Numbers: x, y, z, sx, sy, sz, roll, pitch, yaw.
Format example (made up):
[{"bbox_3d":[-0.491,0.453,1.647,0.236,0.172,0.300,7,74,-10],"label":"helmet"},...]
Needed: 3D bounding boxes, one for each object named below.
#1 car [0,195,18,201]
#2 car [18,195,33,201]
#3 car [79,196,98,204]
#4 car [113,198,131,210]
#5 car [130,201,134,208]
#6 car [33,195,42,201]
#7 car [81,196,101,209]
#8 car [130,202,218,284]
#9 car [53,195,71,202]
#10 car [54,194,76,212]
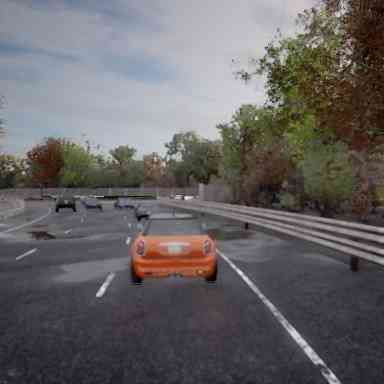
[{"bbox_3d":[-45.218,1.406,81.077,4.553,1.767,2.097,0,0,37],"label":"car"},{"bbox_3d":[-43.000,1.561,83.783,4.902,1.511,2.128,0,0,37],"label":"car"},{"bbox_3d":[-19.456,1.495,62.473,2.128,1.511,4.902,0,0,-33],"label":"car"},{"bbox_3d":[-8.889,1.535,43.226,2.033,1.411,5.357,0,0,-23],"label":"car"},{"bbox_3d":[-3.755,1.549,27.632,1.994,1.385,4.181,0,0,-15],"label":"car"},{"bbox_3d":[-40.759,1.573,86.472,4.181,1.385,1.994,0,0,37],"label":"car"},{"bbox_3d":[-13.465,1.567,44.756,1.994,1.385,4.181,0,0,-24],"label":"car"},{"bbox_3d":[-0.582,1.346,9.810,2.097,1.767,4.553,0,0,-5],"label":"car"},{"bbox_3d":[-29.615,1.508,75.730,1.882,1.535,5.008,0,0,-45],"label":"car"},{"bbox_3d":[-14.999,1.237,39.589,2.150,2.045,5.566,0,0,-22],"label":"car"}]
